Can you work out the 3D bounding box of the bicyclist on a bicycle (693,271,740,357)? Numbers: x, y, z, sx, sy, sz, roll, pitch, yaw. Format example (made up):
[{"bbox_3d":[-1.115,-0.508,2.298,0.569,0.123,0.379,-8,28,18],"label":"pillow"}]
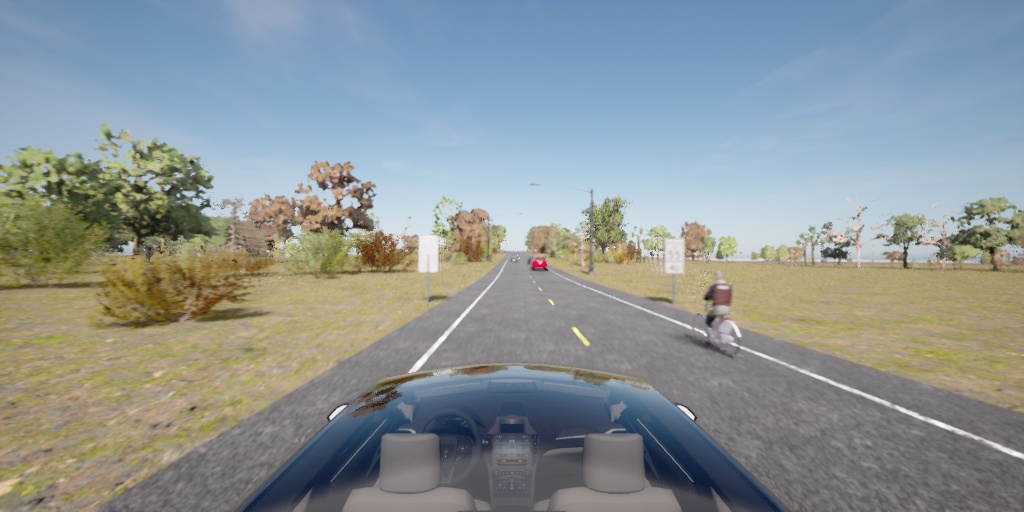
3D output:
[{"bbox_3d":[4.488,1.212,7.994,0.659,1.776,1.843,0,0,0],"label":"bicyclist on a bicycle"}]

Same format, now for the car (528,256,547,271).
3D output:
[{"bbox_3d":[3.924,1.006,52.478,2.150,2.045,5.566,0,1,0],"label":"car"}]
